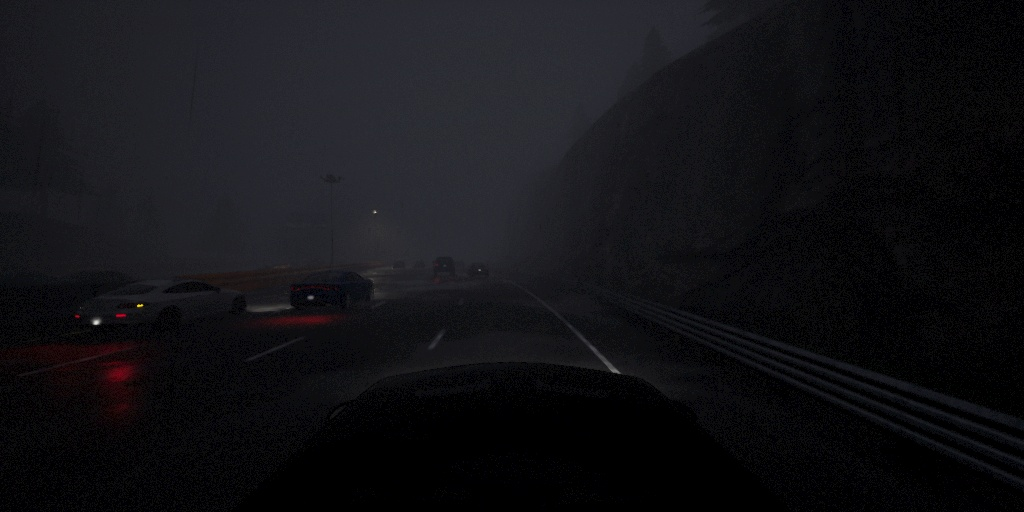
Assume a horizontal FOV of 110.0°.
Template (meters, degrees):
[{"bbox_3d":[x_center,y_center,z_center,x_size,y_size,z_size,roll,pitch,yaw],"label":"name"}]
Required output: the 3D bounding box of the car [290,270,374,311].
[{"bbox_3d":[-7.437,1.339,15.320,1.882,1.535,5.008,0,0,-5],"label":"car"}]

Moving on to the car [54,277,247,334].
[{"bbox_3d":[-10.671,1.432,11.385,1.812,1.442,4.674,-1,0,-4],"label":"car"}]

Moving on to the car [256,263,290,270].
[{"bbox_3d":[-25.195,1.686,37.129,1.994,1.385,4.181,-1,0,-12],"label":"car"}]

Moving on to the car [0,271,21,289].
[{"bbox_3d":[-29.358,1.656,20.878,1.882,1.535,5.008,-1,0,-8],"label":"car"}]

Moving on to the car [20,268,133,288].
[{"bbox_3d":[-25.986,1.637,22.006,1.837,1.490,4.892,-1,-1,-8],"label":"car"}]

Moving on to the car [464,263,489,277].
[{"bbox_3d":[-3.608,1.376,37.371,1.994,1.385,4.181,-1,0,-12],"label":"car"}]

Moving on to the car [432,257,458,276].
[{"bbox_3d":[-7.394,1.088,38.917,2.150,2.045,5.566,-1,0,-12],"label":"car"}]
